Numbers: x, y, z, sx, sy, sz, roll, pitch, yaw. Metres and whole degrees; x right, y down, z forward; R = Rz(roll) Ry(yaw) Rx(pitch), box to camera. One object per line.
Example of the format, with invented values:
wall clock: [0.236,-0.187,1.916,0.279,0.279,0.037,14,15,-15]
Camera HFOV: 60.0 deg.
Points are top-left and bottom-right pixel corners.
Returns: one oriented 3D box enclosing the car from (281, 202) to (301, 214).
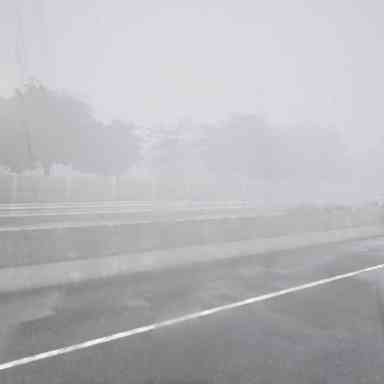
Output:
car: [11.056,1.593,33.249,4.718,1.301,1.895,0,0,-35]

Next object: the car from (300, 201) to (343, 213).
car: [12.190,1.594,29.768,4.718,1.301,1.895,0,0,-35]

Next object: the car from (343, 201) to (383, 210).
car: [15.126,1.485,27.552,4.902,1.511,2.128,0,0,-35]
